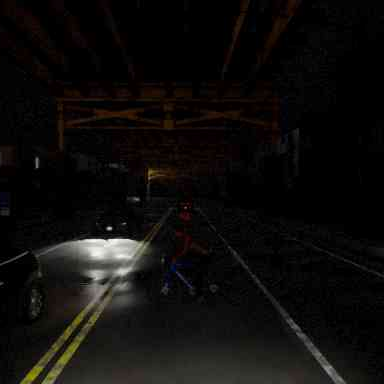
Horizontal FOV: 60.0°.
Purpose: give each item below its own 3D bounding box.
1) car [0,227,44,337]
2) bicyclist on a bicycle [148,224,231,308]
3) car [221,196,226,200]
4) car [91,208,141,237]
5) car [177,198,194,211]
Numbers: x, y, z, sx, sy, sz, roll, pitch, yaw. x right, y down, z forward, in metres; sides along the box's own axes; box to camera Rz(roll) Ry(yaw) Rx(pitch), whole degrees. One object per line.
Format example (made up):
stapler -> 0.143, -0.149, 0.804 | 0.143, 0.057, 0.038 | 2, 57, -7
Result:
car -> -3.669, 1.351, 4.046 | 2.097, 1.767, 4.553 | 0, 0, -1
bicyclist on a bicycle -> -0.067, 1.455, 6.558 | 1.656, 1.620, 0.582 | -2, 0, -1
car -> 10.221, 1.453, 90.080 | 4.974, 1.542, 2.038 | 0, 0, 29
car -> -3.933, 1.564, 17.808 | 1.994, 1.385, 4.181 | 0, 0, 0
car -> -0.780, 1.504, 39.923 | 1.837, 1.490, 4.892 | 0, 0, -1
